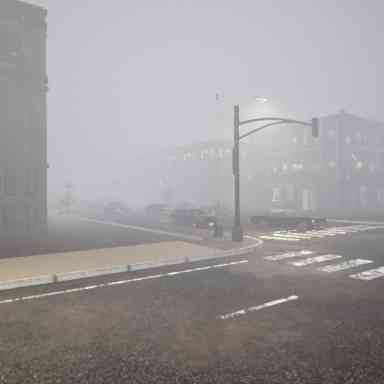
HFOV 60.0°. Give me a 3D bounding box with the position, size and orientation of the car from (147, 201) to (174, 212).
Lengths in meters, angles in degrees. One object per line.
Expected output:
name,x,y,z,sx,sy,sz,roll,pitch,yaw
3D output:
car,-4.276,1.966,44.833,1.802,1.307,4.206,-2,0,-35

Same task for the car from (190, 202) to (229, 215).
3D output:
car,2.130,1.809,35.805,2.008,1.369,4.403,-2,0,-35

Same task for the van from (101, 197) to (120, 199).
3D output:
van,-13.892,1.907,58.374,1.690,1.788,3.998,-1,0,-35

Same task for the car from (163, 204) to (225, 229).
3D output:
car,0.026,1.814,24.081,1.947,1.339,4.313,-1,0,-35

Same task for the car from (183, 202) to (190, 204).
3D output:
car,-1.073,1.904,40.319,1.802,1.307,4.206,-2,0,-35

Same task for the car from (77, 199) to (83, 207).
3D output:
car,-20.193,2.194,62.816,1.812,1.442,4.674,-1,0,-35

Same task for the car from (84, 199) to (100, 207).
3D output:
car,-20.294,2.227,67.402,1.887,1.381,4.507,-1,0,-35

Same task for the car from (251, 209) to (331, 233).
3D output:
car,6.019,1.737,20.651,1.895,1.301,4.718,-1,-1,-38

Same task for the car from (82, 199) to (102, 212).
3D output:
car,-13.667,2.079,48.147,2.033,1.411,5.357,-1,0,-35

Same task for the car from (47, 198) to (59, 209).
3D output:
car,-23.825,2.233,57.898,1.752,1.417,4.829,-1,0,-35

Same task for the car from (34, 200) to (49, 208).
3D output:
car,-30.331,2.376,67.066,2.008,1.369,4.403,-1,0,-35

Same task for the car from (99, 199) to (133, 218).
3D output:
car,-7.909,1.846,35.467,1.967,1.590,4.097,-1,0,-35

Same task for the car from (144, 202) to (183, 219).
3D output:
car,-3.174,1.854,33.291,1.812,1.442,4.674,-1,0,-35

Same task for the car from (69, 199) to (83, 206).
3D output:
car,-26.701,2.364,76.431,1.947,1.339,4.313,-1,0,-35
